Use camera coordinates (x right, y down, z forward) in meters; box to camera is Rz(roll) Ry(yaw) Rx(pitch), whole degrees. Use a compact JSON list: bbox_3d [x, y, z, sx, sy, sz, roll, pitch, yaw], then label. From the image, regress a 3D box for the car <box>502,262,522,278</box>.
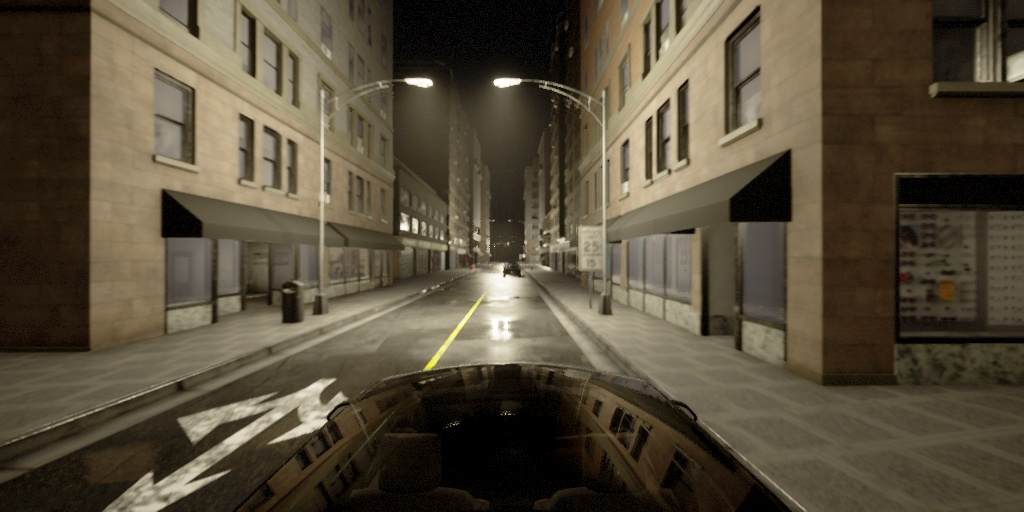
[{"bbox_3d":[-0.003,1.421,37.152,2.128,1.511,4.902,0,0,0],"label":"car"}]
